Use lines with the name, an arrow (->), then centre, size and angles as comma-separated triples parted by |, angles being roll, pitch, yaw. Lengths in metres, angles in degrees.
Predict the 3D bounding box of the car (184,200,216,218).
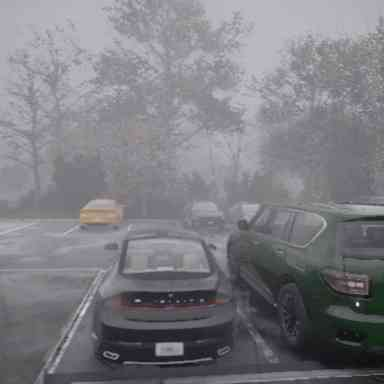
car -> 0.625, 1.243, 19.302 | 2.097, 1.535, 5.008 | 1, 1, -7

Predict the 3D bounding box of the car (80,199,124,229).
car -> -4.898, 1.144, 18.599 | 2.097, 1.535, 5.008 | 1, 1, -7

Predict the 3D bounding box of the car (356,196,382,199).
car -> 8.921, 1.293, 20.307 | 2.185, 1.767, 4.553 | 1, 1, -7

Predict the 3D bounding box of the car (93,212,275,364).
car -> -0.532, 1.384, 5.964 | 2.231, 1.521, 4.892 | 1, 1, -7

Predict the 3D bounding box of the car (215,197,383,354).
car -> 2.247, 1.183, 6.344 | 2.435, 2.045, 5.566 | 1, 1, -7

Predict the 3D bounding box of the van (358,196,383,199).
van -> 11.662, 1.253, 20.801 | 1.878, 1.987, 4.442 | 1, 1, -7

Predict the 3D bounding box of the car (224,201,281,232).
car -> 3.389, 1.339, 19.647 | 2.002, 1.452, 4.674 | 1, 1, -7
